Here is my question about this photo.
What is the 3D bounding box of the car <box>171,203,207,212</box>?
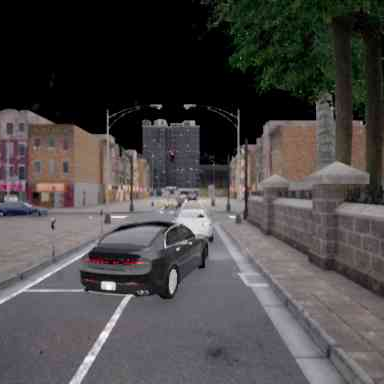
[{"bbox_3d":[0.047,1.497,16.090,1.812,1.442,4.674,0,0,1],"label":"car"}]

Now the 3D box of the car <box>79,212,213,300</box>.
[{"bbox_3d":[-0.884,1.489,8.500,1.837,1.490,4.892,0,0,16],"label":"car"}]

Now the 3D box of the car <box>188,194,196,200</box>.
[{"bbox_3d":[0.078,1.208,84.209,1.882,1.535,5.008,0,0,0],"label":"car"}]

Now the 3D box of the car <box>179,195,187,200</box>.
[{"bbox_3d":[-2.554,1.421,92.306,2.008,1.369,4.403,0,0,0],"label":"car"}]

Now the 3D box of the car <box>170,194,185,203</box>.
[{"bbox_3d":[-2.595,1.238,48.689,2.192,1.841,5.009,0,0,0],"label":"car"}]

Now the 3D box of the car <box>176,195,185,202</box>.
[{"bbox_3d":[-2.569,1.440,75.949,2.008,1.369,4.403,0,0,0],"label":"car"}]

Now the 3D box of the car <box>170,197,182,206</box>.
[{"bbox_3d":[-2.589,1.498,54.141,1.802,1.307,4.206,0,0,0],"label":"car"}]

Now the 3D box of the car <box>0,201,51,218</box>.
[{"bbox_3d":[-14.572,1.497,28.554,4.674,1.442,1.812,0,0,0],"label":"car"}]

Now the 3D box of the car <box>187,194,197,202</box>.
[{"bbox_3d":[0.069,1.240,74.173,2.097,1.767,4.553,0,0,0],"label":"car"}]

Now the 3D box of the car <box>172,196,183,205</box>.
[{"bbox_3d":[-2.584,1.435,59.423,1.752,1.417,4.829,0,0,0],"label":"car"}]

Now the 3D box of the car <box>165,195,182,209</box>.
[{"bbox_3d":[-2.599,1.456,43.067,1.752,1.417,4.829,0,0,0],"label":"car"}]

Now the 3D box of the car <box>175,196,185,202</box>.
[{"bbox_3d":[-2.574,1.462,70.497,1.947,1.339,4.313,0,0,0],"label":"car"}]

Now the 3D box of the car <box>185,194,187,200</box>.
[{"bbox_3d":[-2.579,1.468,65.045,1.947,1.339,4.313,0,0,0],"label":"car"}]
